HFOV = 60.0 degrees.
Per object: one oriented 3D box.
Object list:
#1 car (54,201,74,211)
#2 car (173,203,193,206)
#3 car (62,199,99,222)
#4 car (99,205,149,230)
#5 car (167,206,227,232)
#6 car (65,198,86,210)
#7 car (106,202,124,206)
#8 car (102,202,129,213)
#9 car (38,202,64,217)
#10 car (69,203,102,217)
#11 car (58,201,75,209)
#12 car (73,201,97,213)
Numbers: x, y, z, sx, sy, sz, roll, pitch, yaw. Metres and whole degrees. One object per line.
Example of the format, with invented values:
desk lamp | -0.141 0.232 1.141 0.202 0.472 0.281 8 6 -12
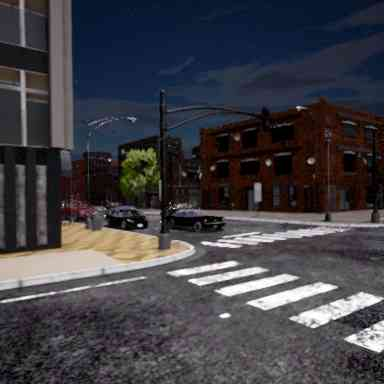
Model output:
car | -21.810 2.336 56.584 1.812 1.442 4.674 -1 0 -37
car | -1.143 1.837 33.564 2.008 1.369 4.403 -2 0 -37
car | -10.931 1.802 32.274 2.192 1.841 5.009 -2 0 -37
car | -4.764 1.890 23.969 1.947 1.339 4.313 -2 0 -37
car | 0.119 1.815 22.006 1.895 1.301 4.718 -1 0 -37
car | -21.102 2.124 60.104 2.192 1.841 5.009 -2 0 -37
car | -6.100 1.925 30.330 2.033 1.411 5.357 -1 0 -36
car | -10.721 2.088 46.213 2.008 1.369 4.403 -2 0 -37
car | -17.470 2.100 41.202 1.967 1.590 4.097 -2 0 -37
car | -12.516 2.094 38.944 2.033 1.411 5.357 -1 0 -37
car | -24.504 2.424 64.677 1.752 1.417 4.829 -2 0 -37
car | -15.546 2.151 48.258 1.837 1.490 4.892 -1 0 -36
